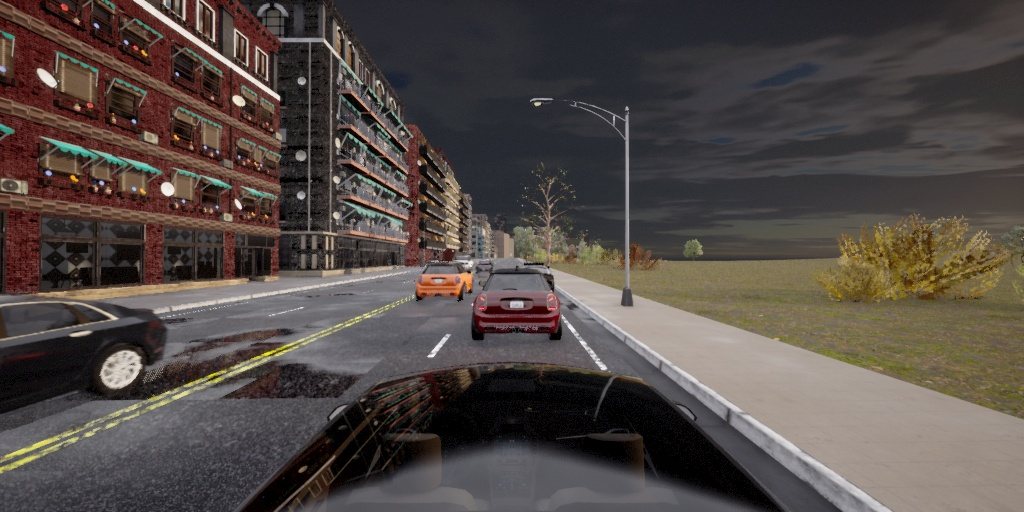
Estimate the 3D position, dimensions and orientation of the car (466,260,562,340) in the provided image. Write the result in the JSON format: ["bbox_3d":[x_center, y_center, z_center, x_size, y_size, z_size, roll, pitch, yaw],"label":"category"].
[{"bbox_3d":[0.114,1.103,10.096,2.097,1.767,4.553,0,0,0],"label":"car"}]

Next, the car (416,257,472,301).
[{"bbox_3d":[-3.115,1.104,17.374,2.097,1.767,4.553,0,0,0],"label":"car"}]

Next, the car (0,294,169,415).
[{"bbox_3d":[-6.598,1.255,3.845,1.837,1.490,4.892,0,0,0],"label":"car"}]

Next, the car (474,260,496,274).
[{"bbox_3d":[-3.057,1.243,41.462,2.128,1.511,4.902,0,0,0],"label":"car"}]

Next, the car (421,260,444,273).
[{"bbox_3d":[-9.751,1.277,44.501,1.812,1.442,4.674,0,0,0],"label":"car"}]

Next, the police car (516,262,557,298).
[{"bbox_3d":[1.177,1.177,19.592,1.930,1.638,5.238,0,0,0],"label":"police car"}]
